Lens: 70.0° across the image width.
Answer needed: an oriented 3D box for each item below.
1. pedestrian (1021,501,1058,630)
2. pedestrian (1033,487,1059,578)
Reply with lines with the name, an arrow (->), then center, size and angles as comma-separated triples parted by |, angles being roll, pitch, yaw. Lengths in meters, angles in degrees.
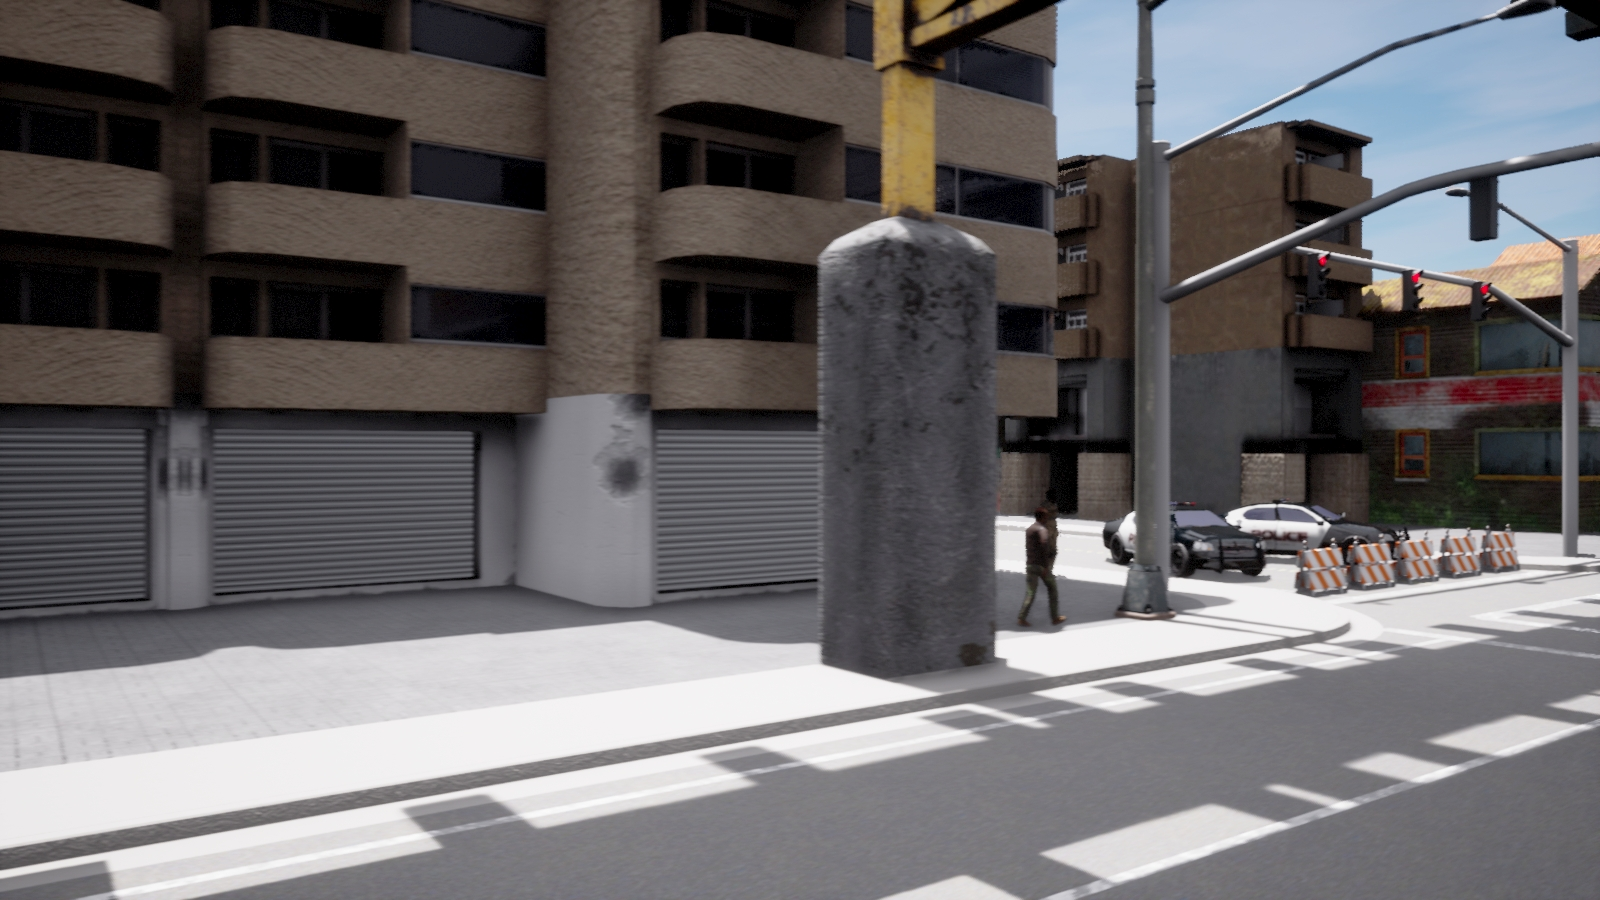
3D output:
pedestrian -> 3.553, 1.704, 16.966 | 0.375, 1.860, 0.375 | 0, 0, -29
pedestrian -> 5.103, 1.705, 23.744 | 0.375, 1.860, 0.375 | 0, 0, -34
